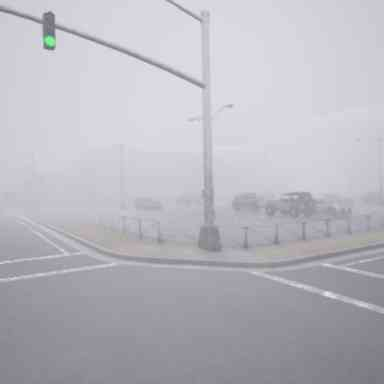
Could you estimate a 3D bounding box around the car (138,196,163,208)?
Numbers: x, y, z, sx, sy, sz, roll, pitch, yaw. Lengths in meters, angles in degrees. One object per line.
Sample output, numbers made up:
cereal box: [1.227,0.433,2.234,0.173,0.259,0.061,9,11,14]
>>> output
car: [-5.857,1.335,46.437,1.970,1.475,3.806,-1,0,-33]

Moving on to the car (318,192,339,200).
car: [28.171,0.769,68.770,1.845,1.501,3.633,-1,0,-33]

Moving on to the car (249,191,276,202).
car: [12.410,0.820,58.919,1.932,1.855,4.605,-1,0,-33]

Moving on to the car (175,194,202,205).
car: [-0.616,1.147,50.151,2.152,1.636,5.027,-1,0,-33]

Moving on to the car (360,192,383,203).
car: [25.407,0.798,45.199,1.845,1.501,3.633,-1,0,-33]

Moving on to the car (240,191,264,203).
car: [10.179,0.846,57.013,1.905,1.878,3.866,-1,0,-33]

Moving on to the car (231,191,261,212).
car: [6.055,0.977,33.796,1.932,1.855,4.605,-1,0,-33]

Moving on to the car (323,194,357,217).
car: [10.639,1.157,26.659,1.970,1.475,3.806,-1,0,-33]

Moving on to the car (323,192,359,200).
car: [16.952,0.952,39.876,2.007,1.523,4.514,-1,0,-33]

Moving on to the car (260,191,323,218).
car: [7.500,0.937,25.392,1.905,1.878,3.866,-1,0,-33]

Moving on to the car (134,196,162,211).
car: [-5.166,1.397,38.523,2.007,1.523,4.514,-1,0,-33]
